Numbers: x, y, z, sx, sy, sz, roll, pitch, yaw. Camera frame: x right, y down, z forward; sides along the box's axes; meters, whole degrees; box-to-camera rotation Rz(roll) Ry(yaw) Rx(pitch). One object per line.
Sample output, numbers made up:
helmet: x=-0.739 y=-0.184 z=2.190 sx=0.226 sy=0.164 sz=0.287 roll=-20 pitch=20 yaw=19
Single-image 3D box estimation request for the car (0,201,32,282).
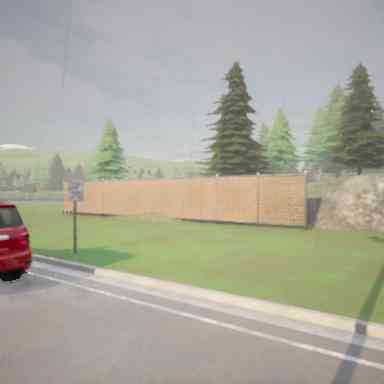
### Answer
car: x=-6.362 y=1.224 z=8.549 sx=5.566 sy=2.045 sz=2.150 roll=0 pitch=0 yaw=36
